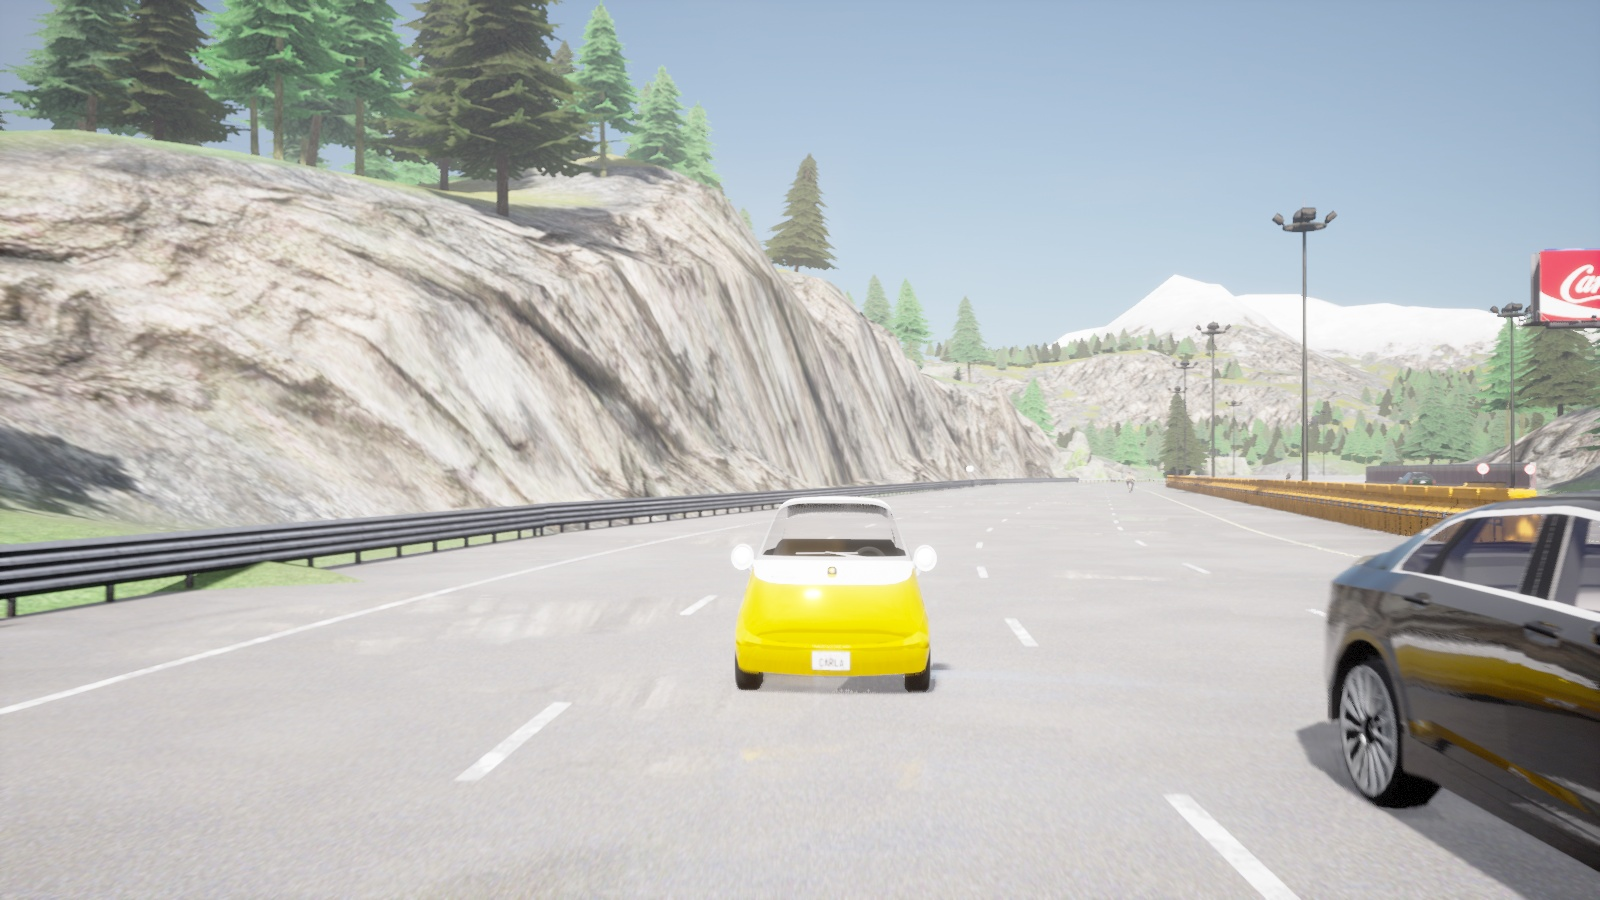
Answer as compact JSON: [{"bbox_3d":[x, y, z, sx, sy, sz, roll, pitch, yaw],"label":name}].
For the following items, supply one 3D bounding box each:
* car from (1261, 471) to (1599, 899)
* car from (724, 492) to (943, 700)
[{"bbox_3d":[3.536,0.831,4.420,2.128,1.511,4.902,0,-1,2],"label":"car"},{"bbox_3d":[0.283,1.030,9.640,1.481,1.376,2.207,0,-1,3],"label":"car"}]
